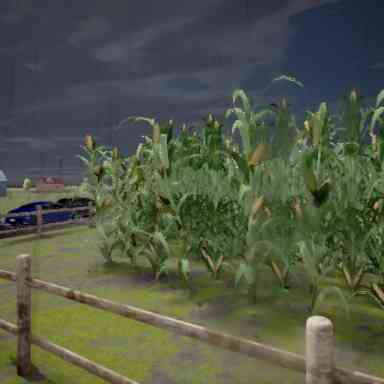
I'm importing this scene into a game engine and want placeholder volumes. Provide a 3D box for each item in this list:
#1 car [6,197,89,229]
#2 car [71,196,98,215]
[{"bbox_3d":[-8.546,1.281,19.653,1.812,1.442,4.674,1,2,23],"label":"car"},{"bbox_3d":[-9.229,1.113,25.444,1.837,1.490,4.892,1,1,22],"label":"car"}]
